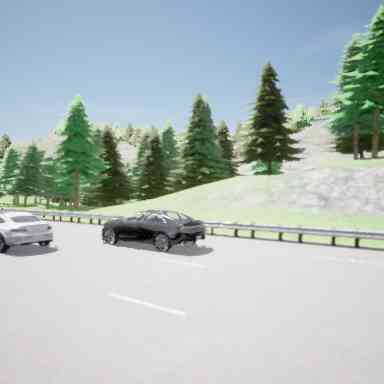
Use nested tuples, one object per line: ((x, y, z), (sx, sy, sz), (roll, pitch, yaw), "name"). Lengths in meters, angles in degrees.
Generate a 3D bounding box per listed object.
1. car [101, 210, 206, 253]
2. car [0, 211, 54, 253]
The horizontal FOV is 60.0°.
((-1.724, 1.492, 13.825), (4.902, 1.511, 2.128), (0, 0, 36), "car")
((-7.566, 1.526, 13.690), (4.674, 1.442, 1.812), (0, 0, 36), "car")
